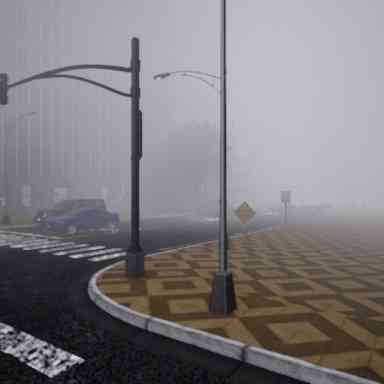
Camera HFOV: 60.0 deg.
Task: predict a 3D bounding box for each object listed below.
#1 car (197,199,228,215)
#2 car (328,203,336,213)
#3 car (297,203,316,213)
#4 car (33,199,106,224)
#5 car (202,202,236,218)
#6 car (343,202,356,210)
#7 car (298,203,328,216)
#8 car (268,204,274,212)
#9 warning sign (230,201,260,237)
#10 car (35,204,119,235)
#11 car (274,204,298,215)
[{"bbox_3d":[2.797,1.886,41.930,2.150,2.045,5.566,0,-1,33],"label":"car"},{"bbox_3d":[21.651,2.532,53.104,1.837,1.490,4.892,0,-1,33],"label":"car"},{"bbox_3d":[18.915,2.586,54.857,1.994,1.385,4.181,0,-1,33],"label":"car"},{"bbox_3d":[-8.579,1.508,24.197,2.150,2.045,5.566,0,-1,32],"label":"car"},{"bbox_3d":[3.361,2.162,36.791,1.994,1.385,4.181,0,-1,33],"label":"car"},{"bbox_3d":[31.301,2.765,66.050,1.801,1.575,5.366,0,-1,33],"label":"car"},{"bbox_3d":[16.364,2.400,44.764,2.033,1.411,5.357,0,-1,33],"label":"car"},{"bbox_3d":[13.480,2.537,52.401,1.994,1.385,4.181,0,-1,33],"label":"car"},{"bbox_3d":[2.968,1.451,18.642,1.300,1.860,1.060,1,1,33],"label":"warning sign"},{"bbox_3d":[-6.805,1.739,20.940,1.882,1.535,5.008,0,-1,33],"label":"car"},{"bbox_3d":[13.399,2.366,46.167,1.812,1.442,4.674,0,-1,33],"label":"car"}]
